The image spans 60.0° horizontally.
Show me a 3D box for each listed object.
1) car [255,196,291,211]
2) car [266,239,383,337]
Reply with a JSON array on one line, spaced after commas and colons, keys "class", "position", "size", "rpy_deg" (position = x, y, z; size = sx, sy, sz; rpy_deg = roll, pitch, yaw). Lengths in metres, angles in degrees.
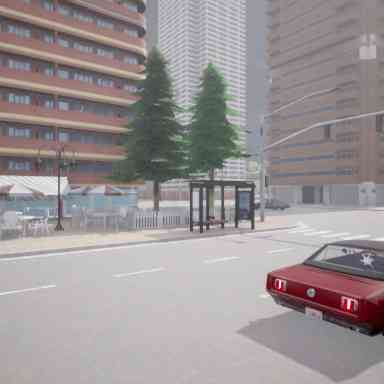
[{"class": "car", "position": [10.026, 1.603, 42.741], "size": [2.033, 1.411, 5.357], "rpy_deg": [0, 0, -36]}, {"class": "car", "position": [3.697, 1.601, 6.444], "size": [4.718, 1.301, 1.895], "rpy_deg": [0, 0, -36]}]
